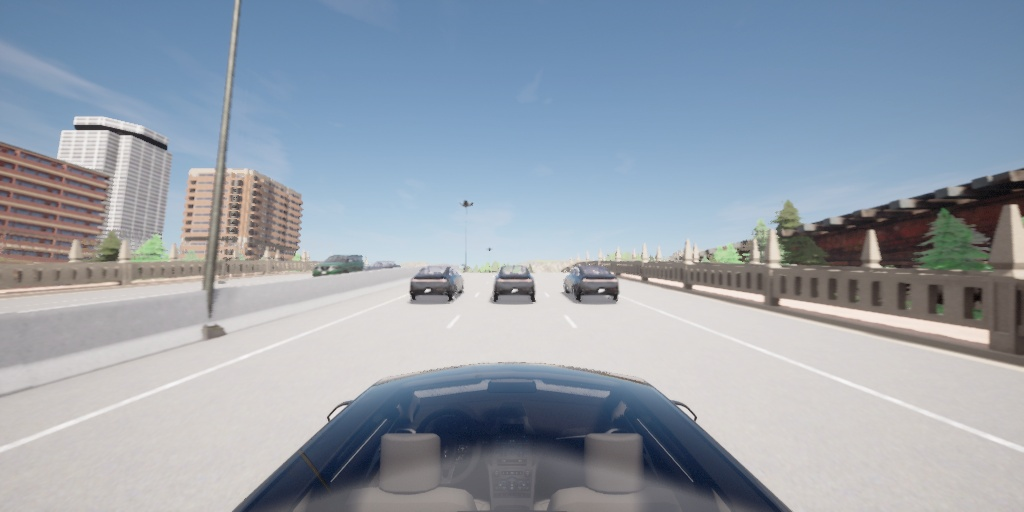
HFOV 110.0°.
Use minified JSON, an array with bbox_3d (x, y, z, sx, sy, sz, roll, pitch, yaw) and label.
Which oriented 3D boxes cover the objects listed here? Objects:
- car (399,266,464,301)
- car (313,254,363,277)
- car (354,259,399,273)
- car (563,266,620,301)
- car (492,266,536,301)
[{"bbox_3d":[-3.401,1.196,16.889,2.128,1.511,4.902,0,0,0],"label":"car"},{"bbox_3d":[-14.093,0.888,29.676,2.150,2.045,5.566,0,0,0],"label":"car"},{"bbox_3d":[-10.591,1.159,29.281,2.128,1.511,4.902,0,0,0],"label":"car"},{"bbox_3d":[3.599,1.196,16.874,2.128,1.511,4.902,0,0,0],"label":"car"},{"bbox_3d":[0.099,1.196,16.880,2.128,1.511,4.902,0,0,0],"label":"car"}]
